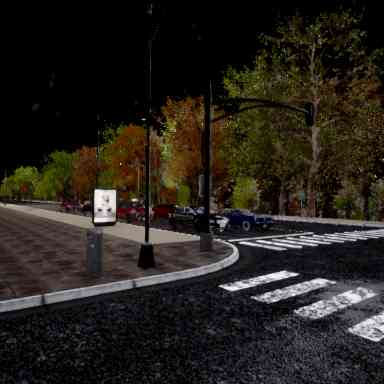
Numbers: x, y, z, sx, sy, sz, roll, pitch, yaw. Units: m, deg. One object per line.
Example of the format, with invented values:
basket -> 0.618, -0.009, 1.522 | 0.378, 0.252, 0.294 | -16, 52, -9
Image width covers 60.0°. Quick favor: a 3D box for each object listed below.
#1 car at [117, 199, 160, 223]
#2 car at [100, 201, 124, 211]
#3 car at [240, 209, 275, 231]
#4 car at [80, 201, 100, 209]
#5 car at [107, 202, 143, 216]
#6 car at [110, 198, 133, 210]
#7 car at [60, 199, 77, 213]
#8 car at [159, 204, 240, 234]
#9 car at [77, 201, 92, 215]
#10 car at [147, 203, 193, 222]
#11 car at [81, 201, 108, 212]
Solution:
car -> -4.921, 1.537, 27.692 | 2.097, 1.767, 4.553 | 1, -1, -35
car -> -11.975, 2.023, 49.529 | 1.812, 1.442, 4.674 | 1, -1, -34
car -> 3.120, 1.732, 21.771 | 1.895, 1.301, 4.718 | 1, -1, -35
car -> -17.848, 2.203, 57.969 | 1.895, 1.301, 4.718 | 1, -1, -35
car -> -7.559, 1.871, 37.220 | 2.033, 1.411, 5.357 | 1, -1, -35
car -> -11.590, 1.935, 54.713 | 2.097, 1.767, 4.553 | 1, -1, -34
car -> -15.727, 1.732, 43.378 | 2.097, 1.767, 4.553 | 1, -1, -34
car -> 0.298, 1.582, 20.120 | 2.128, 1.511, 4.902 | 1, -1, -34
car -> -10.125, 1.770, 35.222 | 2.128, 1.511, 4.902 | 1, -1, -35
car -> -2.034, 1.750, 29.226 | 1.812, 1.442, 4.674 | 1, -1, -35
car -> -13.558, 1.980, 45.958 | 2.033, 1.411, 5.357 | 1, -1, -34
